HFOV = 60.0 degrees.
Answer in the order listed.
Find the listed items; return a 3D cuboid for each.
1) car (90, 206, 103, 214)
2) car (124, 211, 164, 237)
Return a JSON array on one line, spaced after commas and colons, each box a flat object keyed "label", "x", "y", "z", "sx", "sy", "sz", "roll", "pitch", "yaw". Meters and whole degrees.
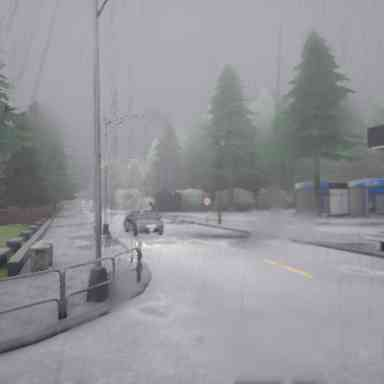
[{"label": "car", "x": -16.460, "y": 2.968, "z": 57.438, "sx": 1.812, "sy": 1.442, "sz": 4.674, "roll": -1, "pitch": -1, "yaw": -20}, {"label": "car", "x": -3.222, "y": 1.989, "z": 21.753, "sx": 2.128, "sy": 1.511, "sz": 4.902, "roll": -1, "pitch": -1, "yaw": -20}]
